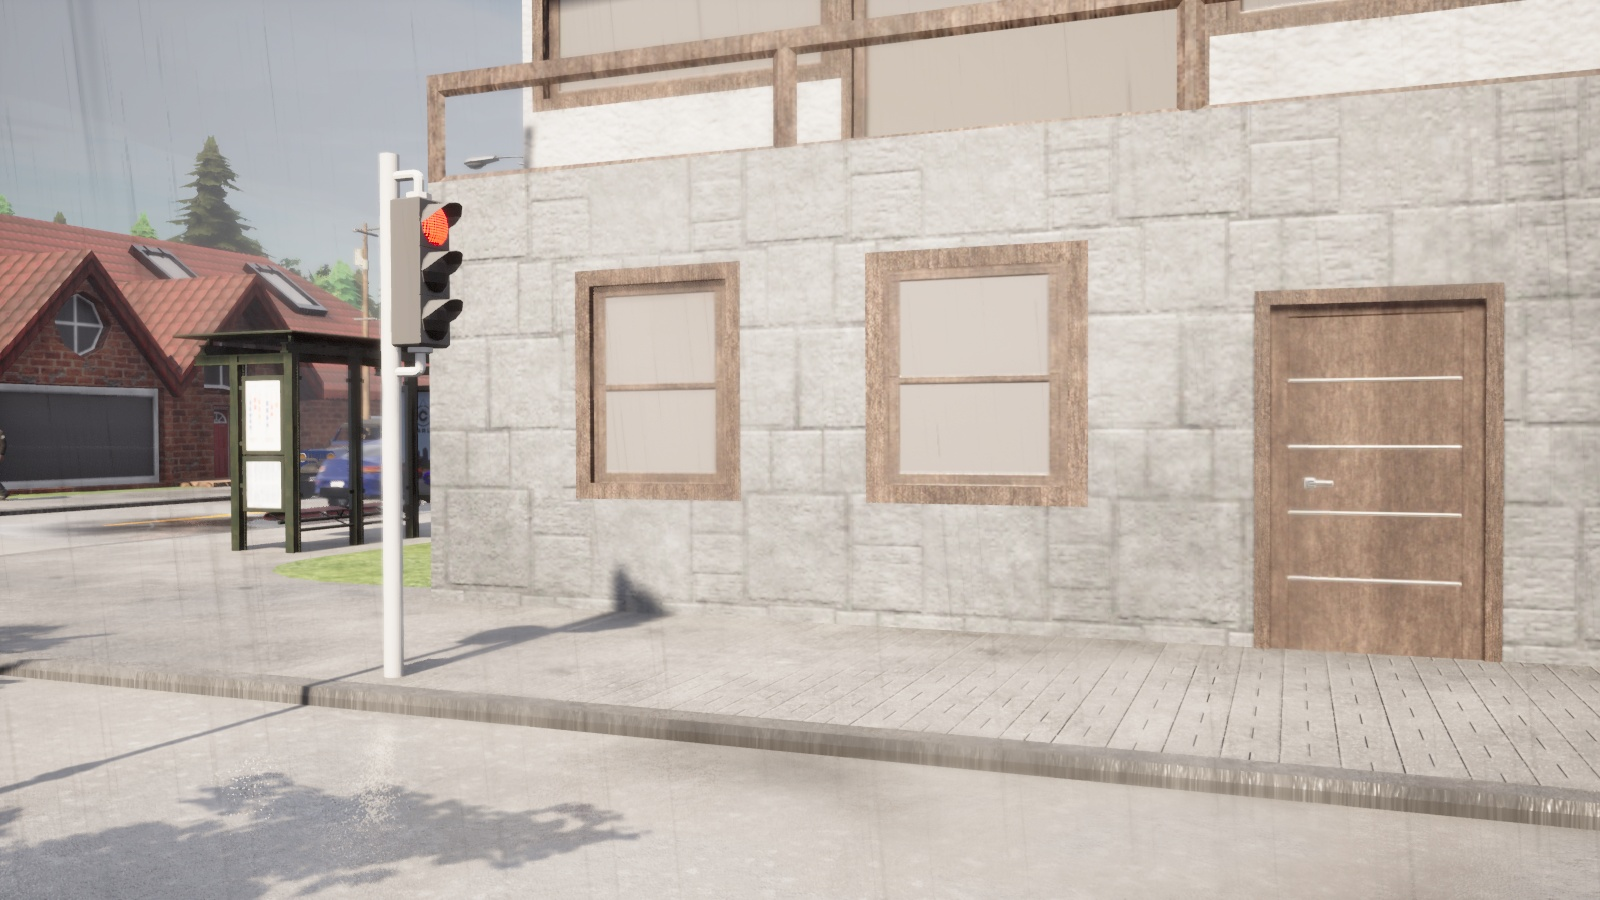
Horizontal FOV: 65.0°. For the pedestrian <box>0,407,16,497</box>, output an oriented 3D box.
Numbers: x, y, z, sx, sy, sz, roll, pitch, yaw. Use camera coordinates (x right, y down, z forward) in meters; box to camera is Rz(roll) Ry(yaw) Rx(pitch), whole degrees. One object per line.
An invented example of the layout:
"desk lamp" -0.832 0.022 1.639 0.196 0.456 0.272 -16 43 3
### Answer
"pedestrian" -17.230 0.042 26.840 0.402 1.930 0.666 1 1 22
